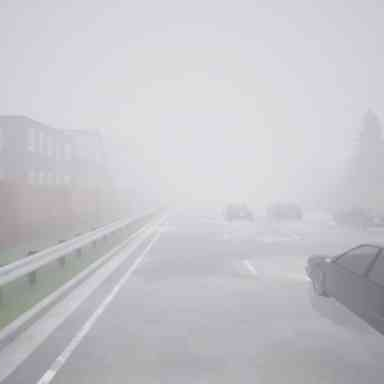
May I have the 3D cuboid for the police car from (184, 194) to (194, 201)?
[{"bbox_3d":[-1.071,1.435,84.604,1.930,1.638,5.238,0,0,0],"label":"police car"}]

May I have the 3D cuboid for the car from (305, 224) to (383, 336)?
[{"bbox_3d":[3.599,1.548,5.485,2.033,1.411,5.357,0,0,0],"label":"car"}]

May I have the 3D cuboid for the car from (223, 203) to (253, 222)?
[{"bbox_3d":[3.593,1.567,26.555,1.994,1.385,4.181,0,0,0],"label":"car"}]

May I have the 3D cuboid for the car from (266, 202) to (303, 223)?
[{"bbox_3d":[7.094,1.495,25.900,2.128,1.511,4.902,0,0,0],"label":"car"}]

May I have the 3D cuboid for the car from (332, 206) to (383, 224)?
[{"bbox_3d":[10.595,1.550,20.485,2.033,1.411,5.357,0,0,0],"label":"car"}]

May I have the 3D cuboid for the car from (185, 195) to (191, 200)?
[{"bbox_3d":[-1.074,1.537,94.493,1.812,1.442,4.674,0,0,0],"label":"car"}]
